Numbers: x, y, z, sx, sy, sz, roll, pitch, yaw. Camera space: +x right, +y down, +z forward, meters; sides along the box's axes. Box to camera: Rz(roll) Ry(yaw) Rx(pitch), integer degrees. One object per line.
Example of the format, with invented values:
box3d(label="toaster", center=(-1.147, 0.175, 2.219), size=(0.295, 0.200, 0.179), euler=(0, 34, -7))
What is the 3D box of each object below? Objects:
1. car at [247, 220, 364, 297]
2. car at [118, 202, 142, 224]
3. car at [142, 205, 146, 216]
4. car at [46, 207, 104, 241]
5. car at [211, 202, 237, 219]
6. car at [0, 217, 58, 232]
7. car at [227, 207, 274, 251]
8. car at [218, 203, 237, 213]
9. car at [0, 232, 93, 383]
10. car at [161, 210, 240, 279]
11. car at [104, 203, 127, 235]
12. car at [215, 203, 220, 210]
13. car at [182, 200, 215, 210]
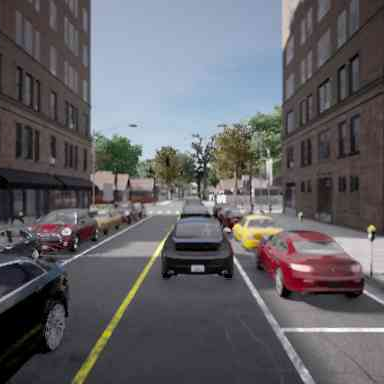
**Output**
box3d(label="car", center=(2.682, 1.598, 8.316), size=(1.802, 1.307, 4.206), euler=(0, 0, 0))
box3d(label="car", center=(-5.240, 1.496, 24.919), size=(1.967, 1.590, 4.097), euler=(0, 0, 0))
box3d(label="car", center=(-5.206, 1.652, 30.438), size=(1.802, 1.307, 4.206), euler=(0, 0, 0))
box3d(label="car", center=(-5.309, 1.469, 13.882), size=(1.967, 1.590, 4.097), euler=(0, 0, 0))
box3d(label="car", center=(2.819, 1.636, 30.389), size=(1.947, 1.339, 4.313), euler=(0, 0, 0))
box3d(label="car", center=(-5.343, 1.567, 8.363), size=(2.008, 1.369, 4.403), euler=(0, 0, 0))
box3d(label="car", center=(2.717, 1.555, 14.005), size=(1.752, 1.417, 4.829), euler=(0, 0, 0))
box3d(label="car", center=(2.750, 1.587, 19.353), size=(1.887, 1.381, 4.507), euler=(0, 0, 0))
box3d(label="car", center=(-2.836, 1.498, 3.331), size=(2.128, 1.511, 4.902), euler=(0, 0, 0))
box3d(label="car", center=(0.156, 1.525, 10.085), size=(1.837, 1.490, 4.892), euler=(0, 0, 1))
box3d(label="car", center=(-5.276, 1.567, 19.230), size=(1.752, 1.417, 4.829), euler=(0, 0, 0))
box3d(label="car", center=(2.785, 1.638, 24.871), size=(1.802, 1.307, 4.206), euler=(0, 0, 0))
box3d(label="car", center=(0.220, 1.523, 20.561), size=(1.882, 1.535, 5.008), euler=(0, 0, 0))
